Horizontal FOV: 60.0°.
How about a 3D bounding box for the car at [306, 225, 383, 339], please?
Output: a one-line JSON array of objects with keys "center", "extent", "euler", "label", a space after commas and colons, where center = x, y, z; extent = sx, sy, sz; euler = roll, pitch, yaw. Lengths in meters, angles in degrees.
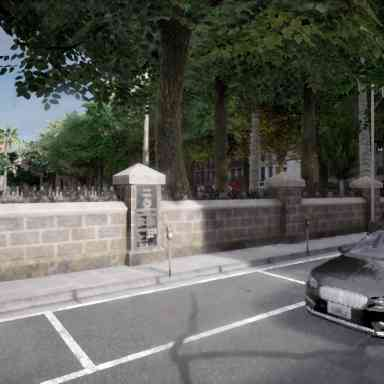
[{"center": [4.179, 1.490, 6.359], "extent": [4.902, 1.511, 2.128], "euler": [0, 0, -35], "label": "car"}]
